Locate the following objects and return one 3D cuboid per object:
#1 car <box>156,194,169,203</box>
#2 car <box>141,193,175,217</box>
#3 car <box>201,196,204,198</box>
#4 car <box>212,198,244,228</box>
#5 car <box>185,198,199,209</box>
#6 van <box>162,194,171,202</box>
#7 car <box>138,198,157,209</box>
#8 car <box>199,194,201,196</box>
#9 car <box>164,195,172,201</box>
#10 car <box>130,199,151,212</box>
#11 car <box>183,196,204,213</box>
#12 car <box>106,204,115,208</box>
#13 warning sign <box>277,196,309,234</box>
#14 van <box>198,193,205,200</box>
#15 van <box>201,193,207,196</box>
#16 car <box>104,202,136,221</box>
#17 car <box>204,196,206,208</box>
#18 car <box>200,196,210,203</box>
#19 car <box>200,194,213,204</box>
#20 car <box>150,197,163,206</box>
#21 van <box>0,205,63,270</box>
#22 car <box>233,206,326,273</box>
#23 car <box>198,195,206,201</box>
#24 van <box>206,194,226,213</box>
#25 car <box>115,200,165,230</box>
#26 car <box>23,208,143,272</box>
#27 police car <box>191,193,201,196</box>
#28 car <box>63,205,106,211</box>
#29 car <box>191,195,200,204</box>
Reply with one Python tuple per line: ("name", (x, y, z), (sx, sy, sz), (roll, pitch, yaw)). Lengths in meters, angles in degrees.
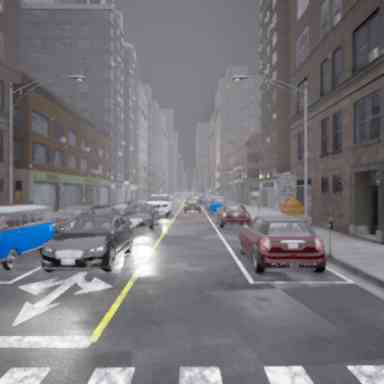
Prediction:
("car", (-5.951, 1.294, 67.357), (2.192, 1.841, 5.009), (0, 0, 0))
("car", (-3.129, 1.218, 31.803), (2.150, 2.045, 5.566), (0, 0, 0))
("car", (2.607, 1.542, 44.704), (2.008, 1.369, 4.403), (0, 0, 0))
("car", (2.638, 1.438, 22.026), (1.967, 1.590, 4.097), (0, 0, 0))
("car", (-0.007, 1.592, 47.064), (1.895, 1.301, 4.718), (0, 0, 0))
("van", (-5.967, 1.314, 78.693), (1.690, 1.788, 3.998), (0, 0, 0))
("car", (-5.919, 1.558, 44.684), (1.947, 1.339, 4.313), (0, 0, 0))
("car", (2.591, 1.426, 56.042), (1.967, 1.590, 4.097), (0, 0, 0))
("car", (-5.974, 1.492, 84.192), (1.752, 1.417, 4.829), (0, 0, 0))
("car", (-5.911, 1.520, 38.845), (1.752, 1.417, 4.829), (0, 0, 0))
("car", (0.052, 1.521, 36.818), (1.812, 1.442, 4.674), (0, 0, 0))
("car", (-5.887, 1.565, 22.011), (1.947, 1.339, 4.313), (0, 0, 0))
("warning sign", (5.047, 1.114, 16.685), (1.300, 1.860, 1.060), (0, 0, 0))
("van", (2.543, 1.299, 90.058), (1.690, 1.788, 3.998), (0, 0, 0))
("van", (2.598, 1.330, 50.373), (1.690, 1.788, 3.998), (0, 0, 0))
("car", (-5.895, 1.580, 27.679), (1.802, 1.307, 4.206), (0, 0, 0))
("car", (2.614, 1.519, 39.204), (1.752, 1.417, 4.829), (0, 0, 0))
("car", (2.575, 1.544, 67.381), (1.947, 1.339, 4.313), (0, 0, 0))
("car", (2.582, 1.297, 61.711), (2.192, 1.841, 5.009), (0, 0, 0))
("car", (-5.935, 1.512, 55.850), (1.752, 1.417, 4.829), (0, 0, 0))
("van", (-5.872, 1.341, 10.674), (1.690, 1.788, 3.998), (0, 0, 0))
("car", (2.654, 1.439, 10.688), (1.967, 1.590, 4.097), (0, 0, 0))
("car", (2.551, 1.548, 84.389), (1.802, 1.307, 4.206), (0, 0, 0))
("van", (2.622, 1.337, 33.365), (1.690, 1.788, 3.998), (0, 0, 0))
("car", (-3.127, 1.490, 21.073), (2.128, 1.511, 4.902), (0, 0, 0))
("car", (-3.117, 1.491, 10.827), (2.128, 1.511, 4.902), (0, 0, 0))
("police car", (0.719, 1.410, 56.775), (1.930, 1.638, 5.238), (0, 0, -1))
("car", (-5.880, 1.440, 16.342), (1.967, 1.590, 4.097), (0, 0, 0))
("car", (0.695, 1.435, 66.870), (1.801, 1.575, 5.366), (0, 0, 0))
